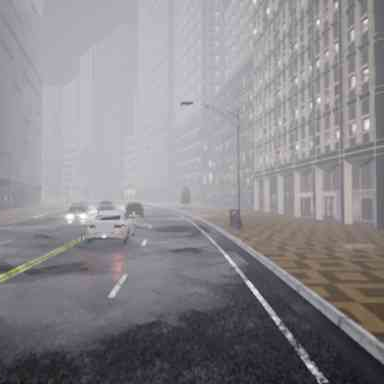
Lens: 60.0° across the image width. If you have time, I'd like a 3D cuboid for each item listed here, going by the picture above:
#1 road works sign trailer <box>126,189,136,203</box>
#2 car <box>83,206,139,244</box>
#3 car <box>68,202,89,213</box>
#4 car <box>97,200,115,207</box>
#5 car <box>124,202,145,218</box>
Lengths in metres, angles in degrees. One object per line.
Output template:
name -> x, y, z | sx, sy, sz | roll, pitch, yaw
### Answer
road works sign trailer -> -15.359, 1.027, 83.372 | 2.380, 3.560, 2.880 | 1, -1, -22
car -> -3.874, 1.641, 16.342 | 1.812, 1.442, 4.674 | 0, 0, -4
car -> -13.737, 1.855, 40.530 | 1.895, 1.301, 4.718 | 0, 0, -10
car -> -10.454, 1.742, 40.599 | 1.882, 1.535, 5.008 | 0, 0, -10
car -> -5.777, 1.732, 33.347 | 1.837, 1.490, 4.892 | 0, 0, -8
